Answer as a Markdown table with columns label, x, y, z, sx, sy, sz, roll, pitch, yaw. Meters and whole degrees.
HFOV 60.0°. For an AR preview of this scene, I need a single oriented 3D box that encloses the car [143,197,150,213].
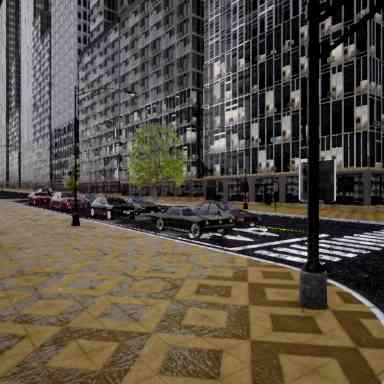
| label | x | y | z | sx | sy | sz | roll | pitch | yaw |
| --- | --- | --- | --- | --- | --- | --- | --- | --- | --- |
| car | -4.636 | 1.104 | 27.625 | 2.033 | 1.411 | 5.357 | 0 | 1 | -37 |

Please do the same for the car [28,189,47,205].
| label | x | y | z | sx | sy | sz | roll | pitch | yaw |
| --- | --- | --- | --- | --- | --- | --- | --- | --- | --- |
| car | -18.103 | 0.712 | 39.606 | 1.882 | 1.535 | 5.008 | 0 | 1 | -37 |

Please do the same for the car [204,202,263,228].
| label | x | y | z | sx | sy | sz | roll | pitch | yaw |
| --- | --- | --- | --- | --- | --- | --- | --- | --- | --- |
| car | 1.636 | 1.289 | 19.691 | 2.033 | 1.411 | 5.357 | 0 | 1 | -36 |

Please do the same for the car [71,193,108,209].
| label | x | y | z | sx | sy | sz | roll | pitch | yaw |
| --- | --- | --- | --- | --- | --- | --- | --- | --- | --- |
| car | -11.140 | 0.911 | 35.924 | 2.033 | 1.411 | 5.357 | 0 | 1 | -38 |

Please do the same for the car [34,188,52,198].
| label | x | y | z | sx | sy | sz | roll | pitch | yaw |
| --- | --- | --- | --- | --- | --- | --- | --- | --- | --- |
| car | -28.493 | 0.111 | 63.707 | 2.097 | 1.767 | 4.553 | 0 | 1 | -38 |

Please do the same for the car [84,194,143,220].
| label | x | y | z | sx | sy | sz | roll | pitch | yaw |
| --- | --- | --- | --- | --- | --- | --- | --- | --- | --- |
| car | -5.678 | 1.110 | 23.683 | 1.837 | 1.490 | 4.892 | 0 | 1 | -38 |

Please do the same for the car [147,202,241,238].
| label | x | y | z | sx | sy | sz | roll | pitch | yaw |
| --- | --- | --- | --- | --- | --- | --- | --- | --- | --- |
| car | -0.088 | 1.372 | 16.572 | 1.895 | 1.301 | 4.718 | 0 | 1 | -38 |

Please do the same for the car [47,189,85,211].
| label | x | y | z | sx | sy | sz | roll | pitch | yaw |
| --- | --- | --- | --- | --- | --- | --- | --- | --- | --- |
| car | -11.794 | 0.776 | 31.484 | 2.097 | 1.767 | 4.553 | 0 | 1 | -38 |
